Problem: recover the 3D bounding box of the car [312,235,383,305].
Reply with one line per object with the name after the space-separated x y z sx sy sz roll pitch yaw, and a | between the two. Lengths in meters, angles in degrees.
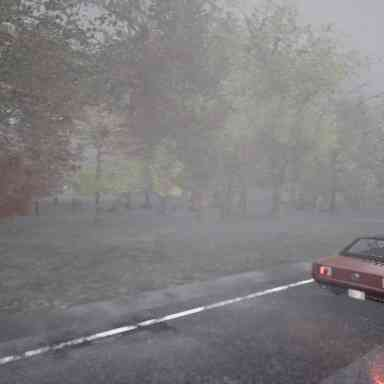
4.859 1.654 7.585 4.718 1.301 1.895 1 0 -37 | car
